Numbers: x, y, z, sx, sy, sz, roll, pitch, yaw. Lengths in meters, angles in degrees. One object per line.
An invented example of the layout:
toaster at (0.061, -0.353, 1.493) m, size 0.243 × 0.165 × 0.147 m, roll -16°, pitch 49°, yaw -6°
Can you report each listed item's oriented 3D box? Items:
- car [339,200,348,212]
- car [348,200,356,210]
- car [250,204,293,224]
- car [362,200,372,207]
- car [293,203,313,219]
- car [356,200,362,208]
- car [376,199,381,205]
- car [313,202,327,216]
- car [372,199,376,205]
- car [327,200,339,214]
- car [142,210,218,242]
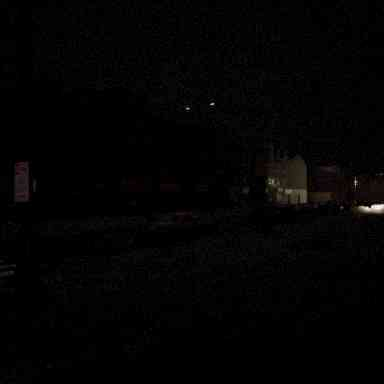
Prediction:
car at (18.987, 1.782, 44.310) m, size 1.967 × 1.590 × 4.097 m, roll -1°, pitch -1°, yaw 35°
car at (22.238, 1.950, 48.900) m, size 2.008 × 1.369 × 4.403 m, roll -1°, pitch -1°, yaw 35°
car at (5.987, 1.713, 25.941) m, size 1.947 × 1.339 × 4.313 m, roll -1°, pitch -1°, yaw 35°
car at (31.989, 2.144, 62.675) m, size 2.008 × 1.369 × 4.403 m, roll -1°, pitch -1°, yaw 35°
car at (9.237, 1.741, 30.533) m, size 2.008 × 1.369 × 4.403 m, roll -1°, pitch -1°, yaw 35°
car at (25.488, 2.011, 53.491) m, size 2.008 × 1.369 × 4.403 m, roll -1°, pitch -1°, yaw 35°
car at (44.988, 2.458, 81.039) m, size 2.008 × 1.369 × 4.403 m, roll -2°, pitch -2°, yaw 35°
car at (12.488, 1.819, 35.124) m, size 1.802 × 1.307 × 4.206 m, roll -1°, pitch -1°, yaw 35°
car at (35.238, 2.209, 67.266) m, size 1.887 × 1.381 × 4.507 m, roll -1°, pitch -2°, yaw 35°
car at (15.737, 1.832, 39.716) m, size 1.887 × 1.381 × 4.507 m, roll -1°, pitch -1°, yaw 35°
car at (-0.415, 1.597, 16.896) m, size 1.752 × 1.417 × 4.829 m, roll -1°, pitch -1°, yaw 35°
